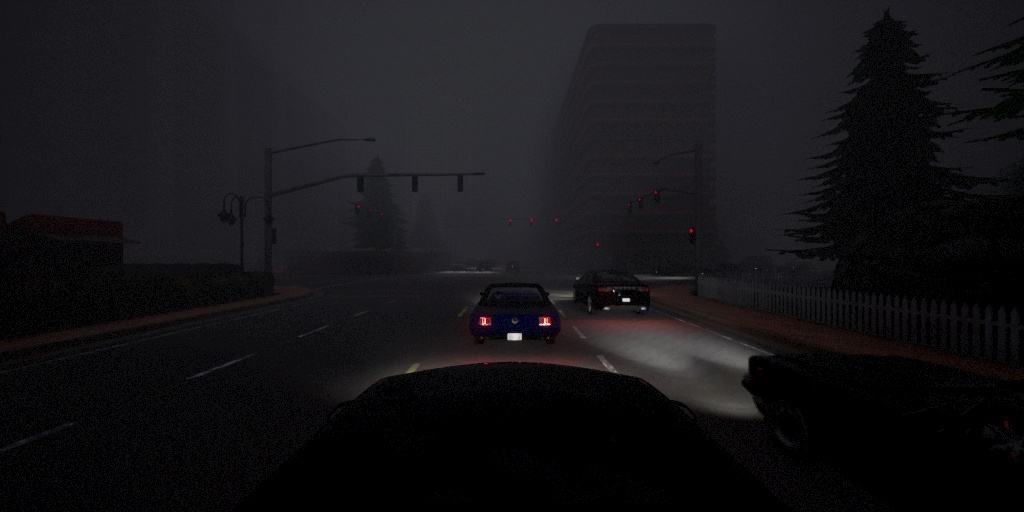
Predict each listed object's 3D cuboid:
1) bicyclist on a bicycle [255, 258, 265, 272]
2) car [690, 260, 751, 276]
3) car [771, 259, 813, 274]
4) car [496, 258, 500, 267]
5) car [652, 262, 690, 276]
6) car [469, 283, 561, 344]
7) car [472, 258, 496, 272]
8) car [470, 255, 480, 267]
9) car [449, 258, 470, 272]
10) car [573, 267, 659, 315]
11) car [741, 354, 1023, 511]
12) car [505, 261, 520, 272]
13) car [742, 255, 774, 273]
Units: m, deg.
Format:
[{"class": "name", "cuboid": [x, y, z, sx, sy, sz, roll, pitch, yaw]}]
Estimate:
[{"class": "bicyclist on a bicycle", "cuboid": [-27.897, 0.995, 39.744, 0.582, 1.620, 1.656, 0, 0, 0]}, {"class": "car", "cuboid": [19.562, 1.295, 33.639, 4.718, 1.301, 1.895, 0, 0, -18]}, {"class": "car", "cuboid": [30.478, 1.295, 38.996, 4.718, 1.301, 1.895, 0, 0, -36]}, {"class": "car", "cuboid": [-3.589, 1.255, 61.494, 1.837, 1.490, 4.892, 0, 0, 0]}, {"class": "car", "cuboid": [16.580, 1.295, 36.488, 4.718, 1.301, 1.895, 0, 0, -14]}, {"class": "car", "cuboid": [0.072, 1.351, 9.500, 1.895, 1.301, 4.718, 0, 0, 0]}, {"class": "car", "cuboid": [-3.577, 1.297, 46.579, 2.033, 1.411, 5.357, 0, 0, 0]}, {"class": "car", "cuboid": [-7.082, 1.100, 62.688, 2.097, 1.767, 4.553, 0, 0, 0]}, {"class": "car", "cuboid": [-7.109, 1.275, 47.306, 1.812, 1.442, 4.674, 0, 0, 0]}, {"class": "car", "cuboid": [3.584, 1.228, 13.706, 1.882, 1.535, 5.008, 0, 0, 0]}, {"class": "car", "cuboid": [3.600, 1.351, 2.013, 1.895, 1.301, 4.718, 0, 0, 0]}, {"class": "car", "cuboid": [0.086, 1.297, 45.949, 2.033, 1.411, 5.357, 0, 0, 0]}, {"class": "car", "cuboid": [28.434, 0.911, 41.776, 5.566, 2.045, 2.150, -1, 1, -35]}]
